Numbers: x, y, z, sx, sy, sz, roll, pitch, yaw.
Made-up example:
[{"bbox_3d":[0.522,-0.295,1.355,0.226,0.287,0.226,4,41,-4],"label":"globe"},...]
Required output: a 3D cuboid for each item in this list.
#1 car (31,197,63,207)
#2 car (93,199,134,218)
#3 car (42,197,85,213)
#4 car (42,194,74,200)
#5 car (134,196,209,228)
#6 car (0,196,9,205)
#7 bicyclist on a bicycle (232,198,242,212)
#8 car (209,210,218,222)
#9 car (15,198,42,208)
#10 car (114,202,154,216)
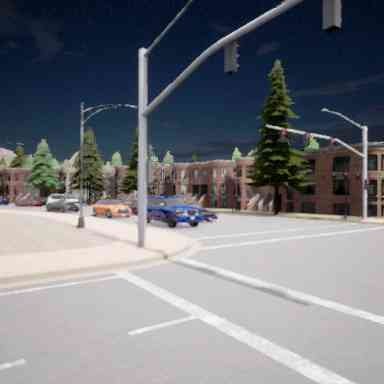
[{"bbox_3d":[-23.627,1.600,54.219,4.892,1.490,1.837,0,0,18],"label":"car"},{"bbox_3d":[-7.480,1.443,31.081,2.097,1.767,4.553,1,0,-40],"label":"car"},{"bbox_3d":[-14.690,1.641,37.966,4.181,1.385,1.994,0,0,35],"label":"car"},{"bbox_3d":[-16.517,1.313,43.495,5.566,2.045,2.150,0,0,31],"label":"car"},{"bbox_3d":[-1.616,1.314,23.424,2.150,2.045,5.566,1,0,-37],"label":"car"},{"bbox_3d":[-33.441,1.396,56.174,4.553,1.767,2.097,0,0,7],"label":"car"},{"bbox_3d":[5.247,1.505,38.702,1.656,1.620,0.582,0,0,-37],"label":"bicyclist on a bicycle"},{"bbox_3d":[-0.171,1.667,27.428,2.033,1.411,5.357,1,0,-36],"label":"car"},{"bbox_3d":[-24.980,1.636,50.990,4.181,1.385,1.994,0,0,18],"label":"car"},{"bbox_3d":[-6.132,1.717,34.943,1.895,1.301,4.718,1,0,-43],"label":"car"}]
